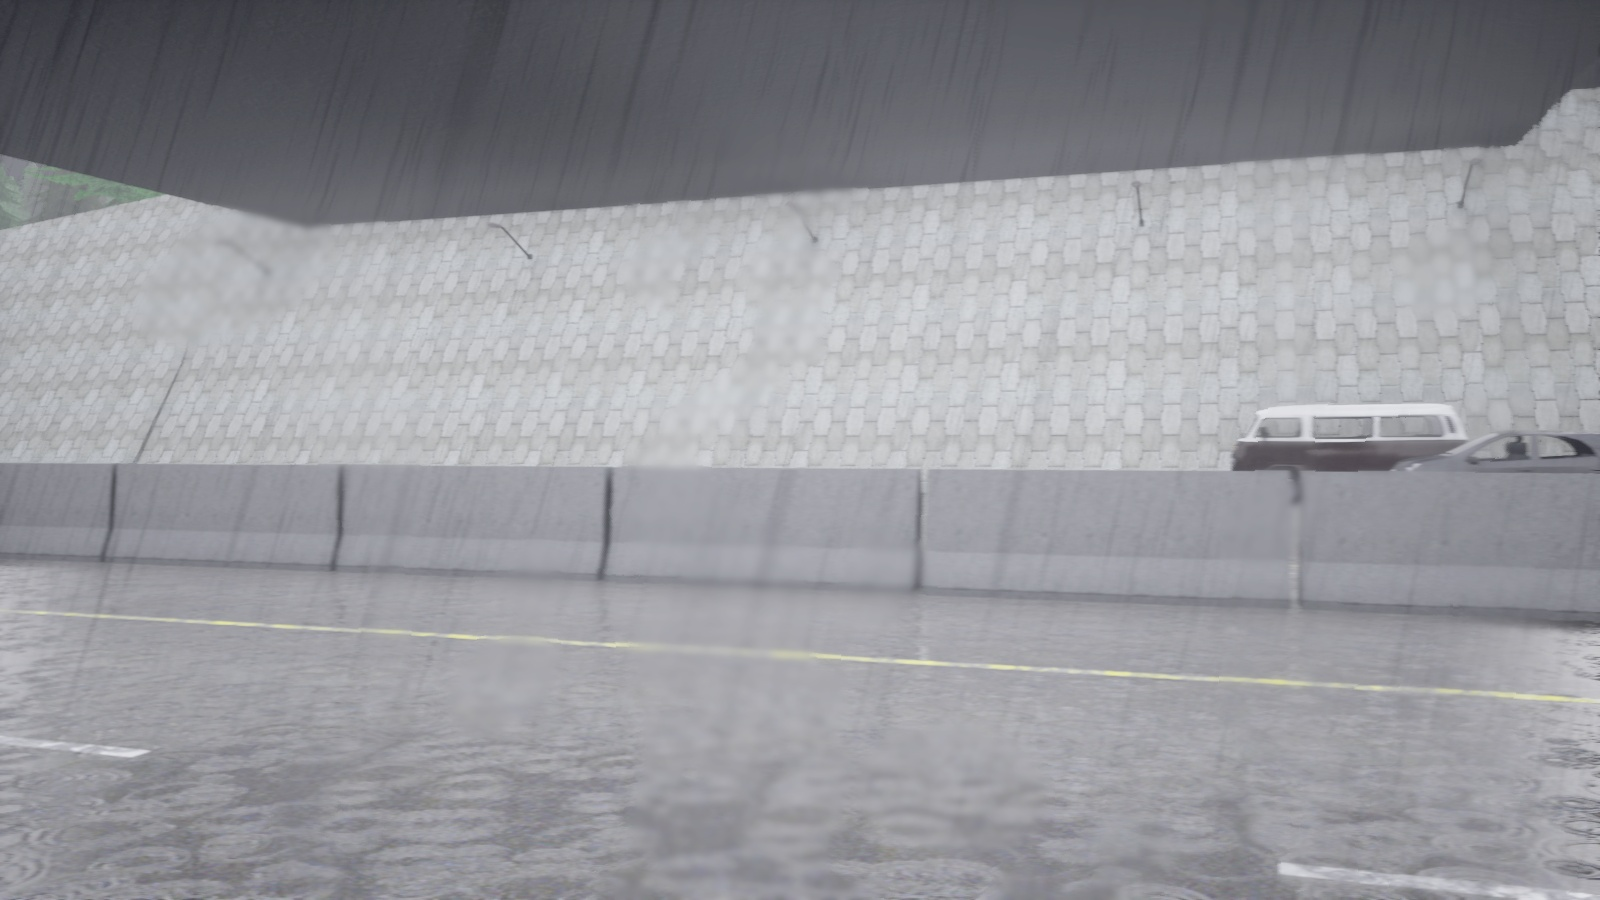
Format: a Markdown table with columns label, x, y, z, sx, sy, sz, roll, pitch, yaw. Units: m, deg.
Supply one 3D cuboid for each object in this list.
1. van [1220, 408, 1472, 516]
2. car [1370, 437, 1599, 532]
| label | x | y | z | sx | sy | sz | roll | pitch | yaw |
| --- | --- | --- | --- | --- | --- | --- | --- | --- | --- |
| van | 10.867 | 0.184 | 25.380 | 4.480 | 2.038 | 2.069 | 1 | 1 | 19 |
| car | 11.800 | 0.542 | 21.378 | 3.633 | 1.501 | 1.845 | 1 | 1 | 19 |
